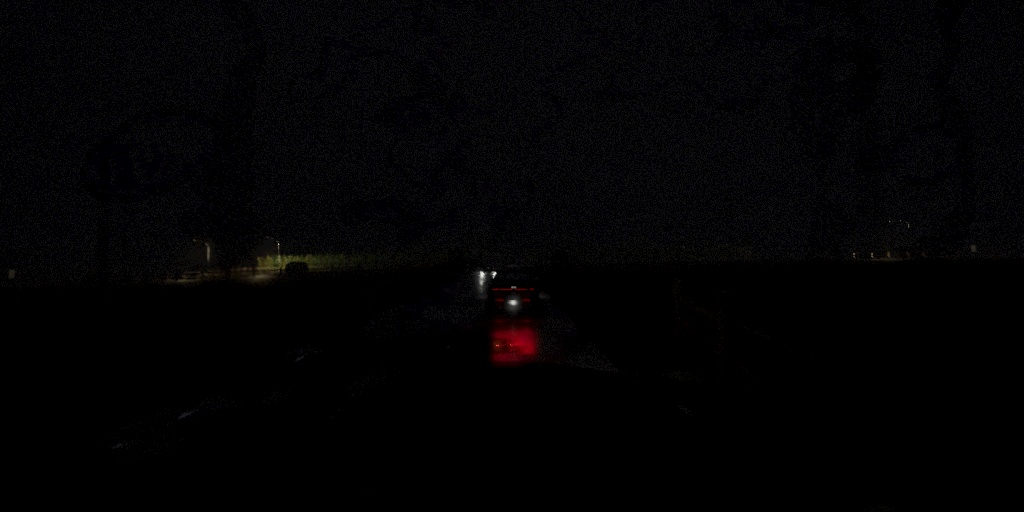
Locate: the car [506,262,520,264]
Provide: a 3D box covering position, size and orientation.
[{"bbox_3d":[0.072,1.246,30.134,1.812,1.442,4.674,0,0,0],"label":"car"}]

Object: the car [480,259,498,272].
[{"bbox_3d":[-2.848,1.186,44.719,1.837,1.490,4.892,0,0,0],"label":"car"}]

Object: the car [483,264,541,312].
[{"bbox_3d":[0.068,1.257,14.130,1.837,1.490,4.892,0,1,0],"label":"car"}]
